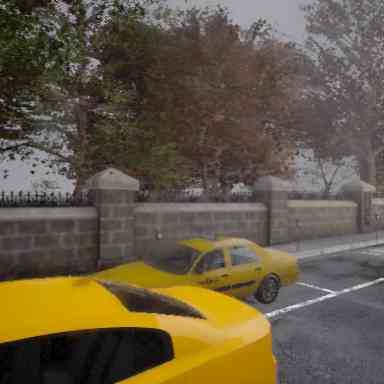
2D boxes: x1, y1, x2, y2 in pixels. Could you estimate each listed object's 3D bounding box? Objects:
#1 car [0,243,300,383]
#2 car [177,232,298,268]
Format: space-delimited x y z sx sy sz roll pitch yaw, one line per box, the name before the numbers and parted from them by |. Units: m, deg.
car | -1.578 1.478 2.253 5.008 1.535 1.882 0 0 -35
car | 0.142 1.534 6.644 4.829 1.417 1.752 0 1 -35
